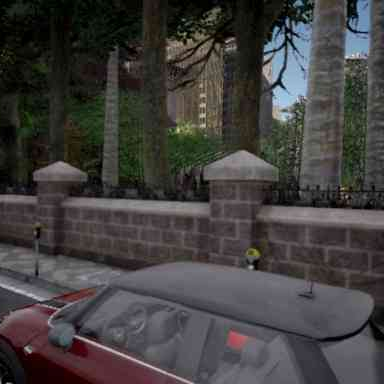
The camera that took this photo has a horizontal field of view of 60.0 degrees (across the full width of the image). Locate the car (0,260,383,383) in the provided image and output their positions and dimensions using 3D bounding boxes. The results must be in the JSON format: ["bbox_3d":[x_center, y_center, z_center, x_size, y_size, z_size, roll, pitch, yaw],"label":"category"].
[{"bbox_3d":[-0.224,1.408,3.127,4.097,1.590,1.967,1,1,36],"label":"car"}]
